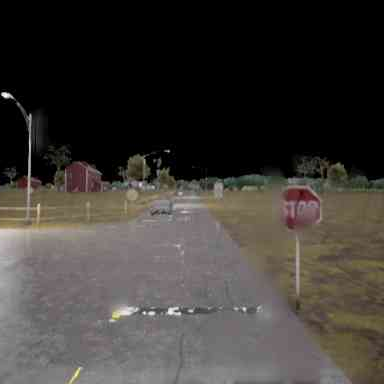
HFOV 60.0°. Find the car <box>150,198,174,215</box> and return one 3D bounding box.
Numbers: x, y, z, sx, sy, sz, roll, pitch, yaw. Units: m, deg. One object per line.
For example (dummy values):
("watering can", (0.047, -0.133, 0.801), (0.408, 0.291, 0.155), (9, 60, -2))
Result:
("car", (-2.791, 1.399, 31.377), (1.837, 1.490, 4.892), (0, 2, 0))

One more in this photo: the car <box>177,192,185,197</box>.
("car", (-2.944, 0.625, 86.005), (1.812, 1.442, 4.674), (0, 1, 0))
